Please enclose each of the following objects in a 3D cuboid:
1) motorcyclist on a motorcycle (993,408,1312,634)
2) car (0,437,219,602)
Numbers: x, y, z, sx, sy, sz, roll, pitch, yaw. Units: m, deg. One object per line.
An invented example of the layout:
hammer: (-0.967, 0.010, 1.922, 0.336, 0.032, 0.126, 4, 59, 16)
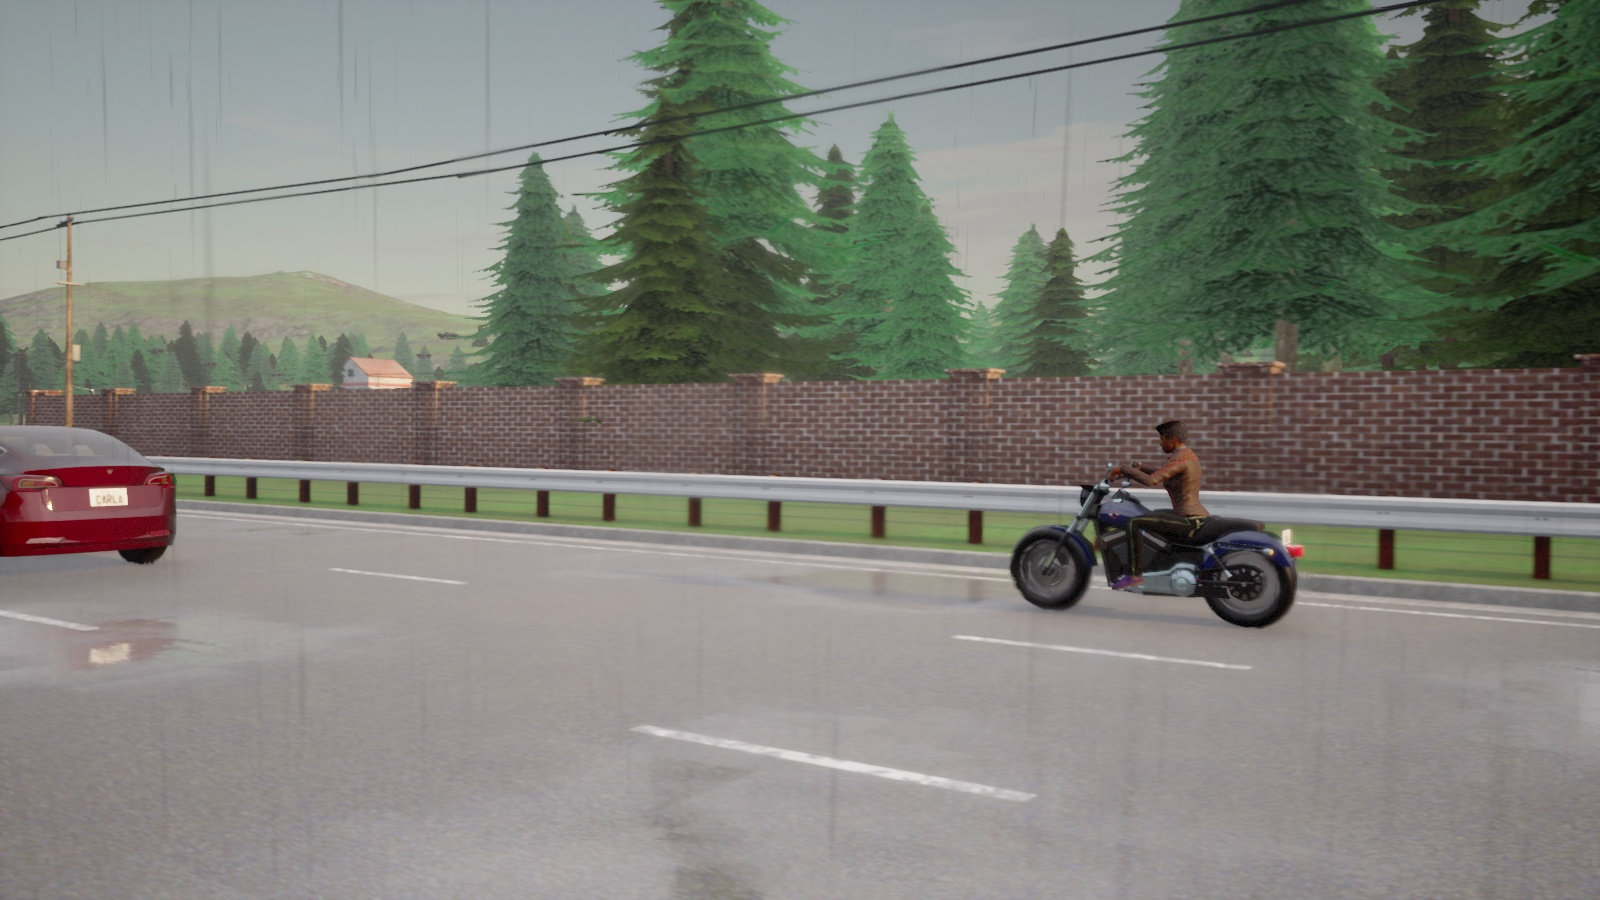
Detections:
motorcyclist on a motorcycle: (2.810, 0.518, 10.159, 2.350, 1.649, 0.766, 0, 1, 34)
car: (-8.702, 0.624, 13.606, 4.792, 1.488, 2.163, 0, 1, 34)
